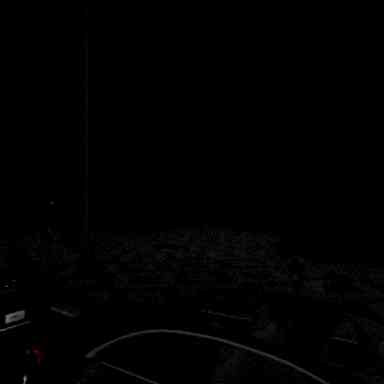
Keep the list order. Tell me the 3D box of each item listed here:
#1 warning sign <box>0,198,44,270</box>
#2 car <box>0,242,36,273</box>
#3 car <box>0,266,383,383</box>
[{"bbox_3d":[-5.110,1.114,9.449,1.060,1.860,1.300,0,0,36],"label":"warning sign"},{"bbox_3d":[-4.294,1.549,6.035,4.403,1.369,2.008,0,0,36],"label":"car"},{"bbox_3d":[0.277,1.551,2.768,4.403,1.369,2.008,0,0,36],"label":"car"}]
